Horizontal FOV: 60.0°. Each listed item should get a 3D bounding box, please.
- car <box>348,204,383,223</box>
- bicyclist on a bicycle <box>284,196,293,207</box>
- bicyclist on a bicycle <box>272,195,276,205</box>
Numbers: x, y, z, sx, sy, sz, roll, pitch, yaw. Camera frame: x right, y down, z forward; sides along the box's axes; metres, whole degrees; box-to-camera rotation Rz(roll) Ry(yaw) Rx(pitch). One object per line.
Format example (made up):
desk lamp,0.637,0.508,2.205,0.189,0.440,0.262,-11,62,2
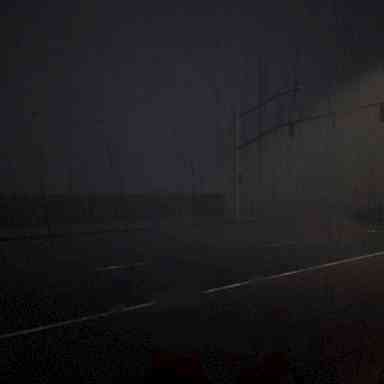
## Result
car,13.804,1.539,23.091,2.033,1.411,5.357,0,0,-38
bicyclist on a bicycle,14.422,1.438,49.513,1.656,1.620,0.582,0,0,-23
bicyclist on a bicycle,13.420,1.285,54.421,0.582,1.620,1.656,0,0,21
